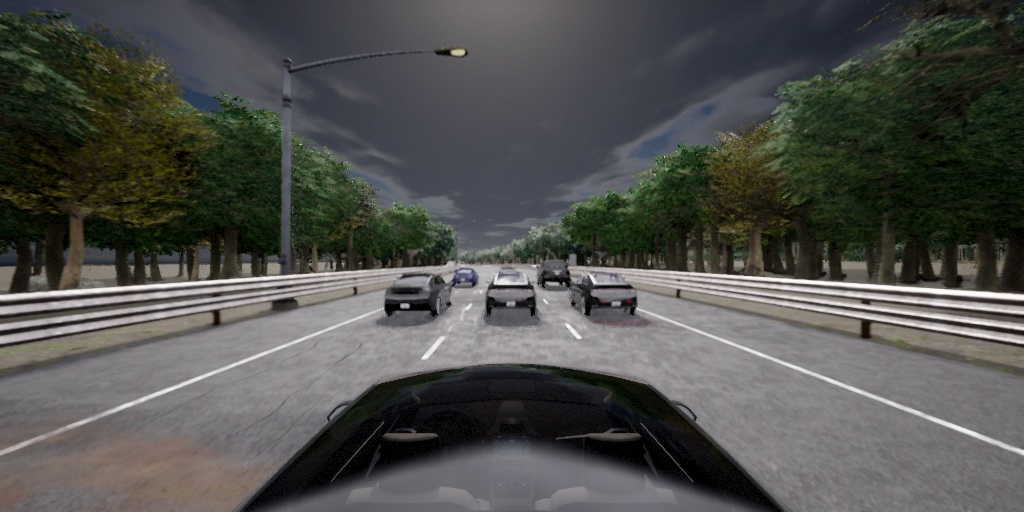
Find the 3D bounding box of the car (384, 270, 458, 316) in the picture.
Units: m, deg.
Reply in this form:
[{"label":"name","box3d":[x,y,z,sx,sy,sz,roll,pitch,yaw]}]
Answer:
[{"label":"car","box3d":[-3.547,1.426,14.288,1.837,1.490,4.892,0,0,0]}]

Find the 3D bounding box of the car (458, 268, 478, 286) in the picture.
[{"label":"car","box3d":[-3.827,1.705,29.984,1.812,1.442,4.674,0,-1,-1]}]

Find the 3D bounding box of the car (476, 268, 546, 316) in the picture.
[{"label":"car","box3d":[-0.046,1.411,14.318,2.128,1.511,4.902,0,-1,0]}]

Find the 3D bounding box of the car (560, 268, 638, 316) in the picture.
[{"label":"car","box3d":[3.454,1.410,14.330,2.128,1.511,4.902,0,-1,0]}]

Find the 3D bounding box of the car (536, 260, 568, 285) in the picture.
[{"label":"car","box3d":[3.198,1.370,28.297,2.150,2.045,5.566,0,-1,-1]}]
